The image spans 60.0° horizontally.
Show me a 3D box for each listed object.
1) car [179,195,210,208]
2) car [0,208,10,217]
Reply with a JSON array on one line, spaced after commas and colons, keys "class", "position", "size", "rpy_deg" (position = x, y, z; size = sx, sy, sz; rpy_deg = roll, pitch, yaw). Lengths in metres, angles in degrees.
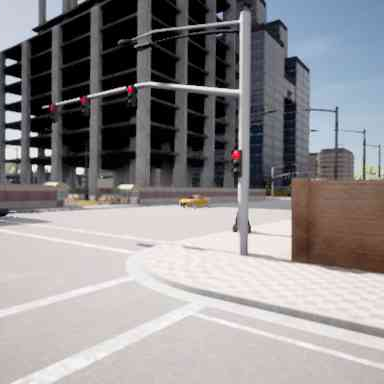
[{"class": "car", "position": [0.348, 1.166, 41.736], "size": [1.882, 1.535, 5.008], "rpy_deg": [1, 1, 36]}, {"class": "car", "position": [-14.496, 1.289, 21.242], "size": [1.895, 1.301, 4.718], "rpy_deg": [1, 1, 36]}]
